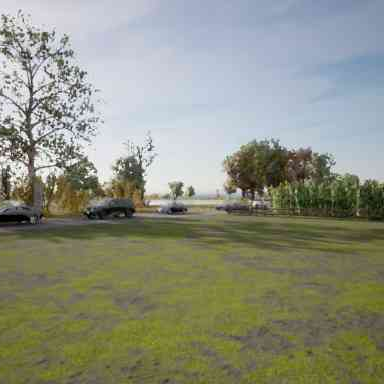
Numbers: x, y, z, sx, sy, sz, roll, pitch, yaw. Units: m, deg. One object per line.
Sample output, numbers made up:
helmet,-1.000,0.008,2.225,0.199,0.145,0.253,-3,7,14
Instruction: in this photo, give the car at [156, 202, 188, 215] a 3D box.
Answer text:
car,-2.467,2.038,41.692,2.128,1.511,4.902,-1,-1,35

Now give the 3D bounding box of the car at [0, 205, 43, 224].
car,-13.901,1.742,25.351,2.128,1.511,4.902,-1,-2,35

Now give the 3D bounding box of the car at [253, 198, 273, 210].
car,12.517,2.058,58.164,2.150,2.045,5.566,-1,-2,35

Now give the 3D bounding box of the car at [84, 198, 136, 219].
car,-8.159,1.621,33.556,2.150,2.045,5.566,-1,-2,36

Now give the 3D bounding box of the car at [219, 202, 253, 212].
car,6.581,2.224,49.579,2.033,1.411,5.357,-1,-2,35

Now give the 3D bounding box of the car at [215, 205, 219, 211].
car,5.728,2.309,53.274,2.033,1.411,5.357,-1,-2,35
